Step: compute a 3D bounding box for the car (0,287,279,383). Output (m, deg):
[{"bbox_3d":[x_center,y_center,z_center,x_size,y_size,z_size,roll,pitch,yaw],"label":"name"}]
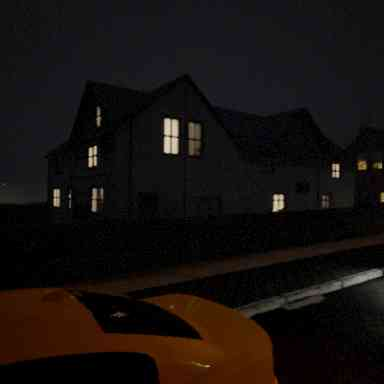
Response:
[{"bbox_3d":[-1.648,1.480,1.893,5.008,1.535,1.882,0,0,-36],"label":"car"}]
